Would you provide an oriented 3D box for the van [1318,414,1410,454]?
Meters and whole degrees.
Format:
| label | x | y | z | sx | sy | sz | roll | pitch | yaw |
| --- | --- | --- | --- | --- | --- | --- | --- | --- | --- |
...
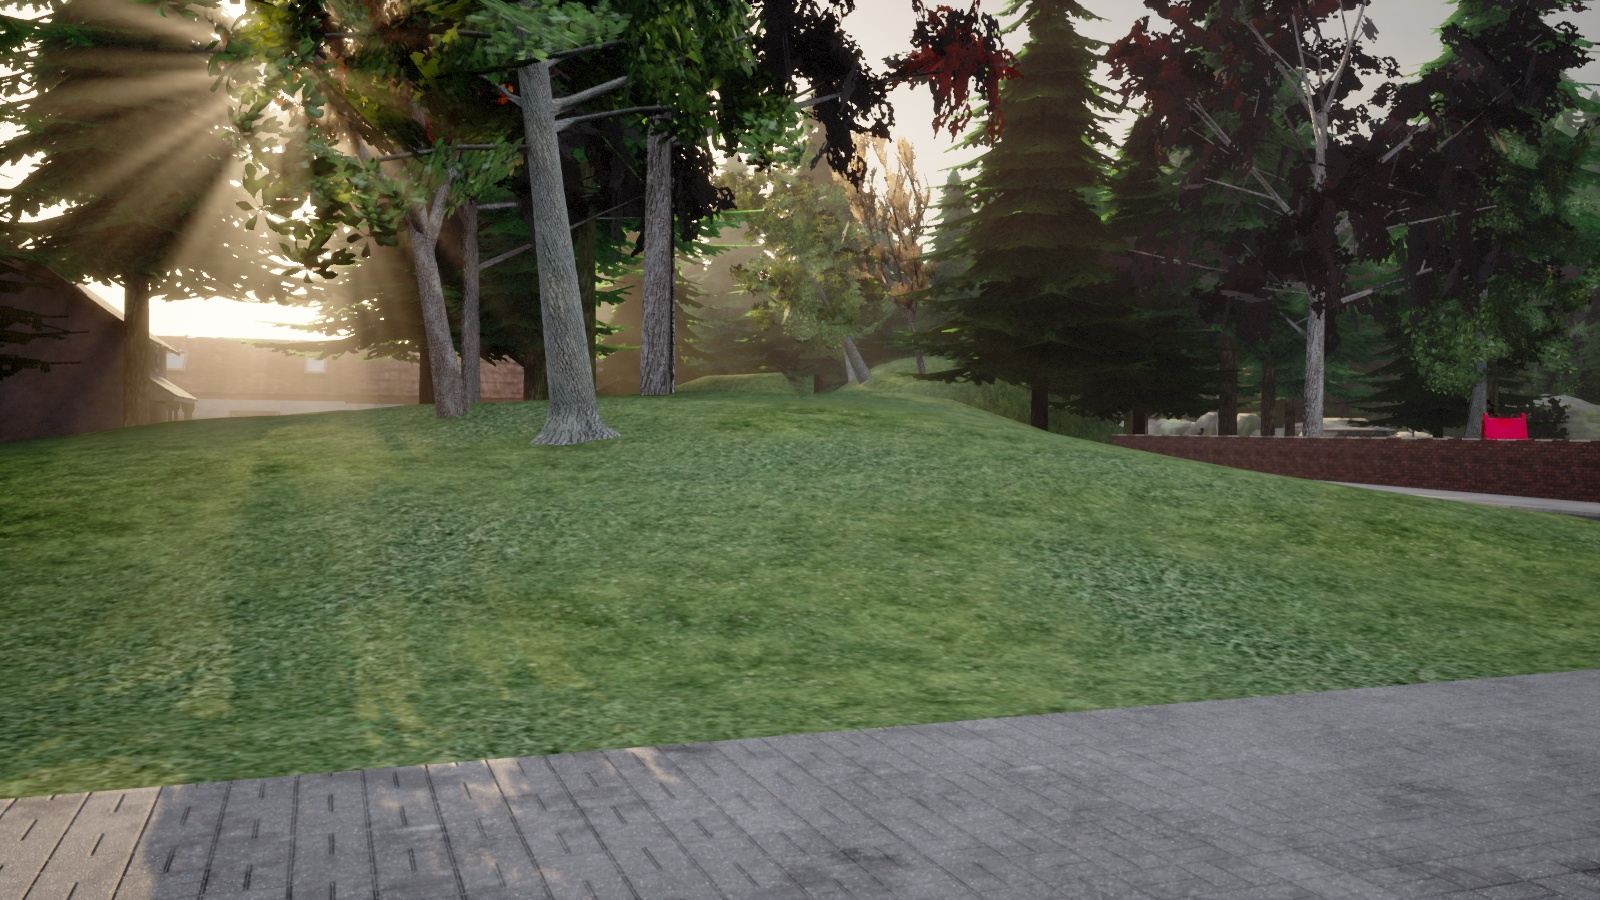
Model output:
| label | x | y | z | sx | sy | sz | roll | pitch | yaw |
| --- | --- | --- | --- | --- | --- | --- | --- | --- | --- |
| van | 29.617 | -0.846 | 66.107 | 1.775 | 1.987 | 4.442 | -1 | 1 | -21 |
